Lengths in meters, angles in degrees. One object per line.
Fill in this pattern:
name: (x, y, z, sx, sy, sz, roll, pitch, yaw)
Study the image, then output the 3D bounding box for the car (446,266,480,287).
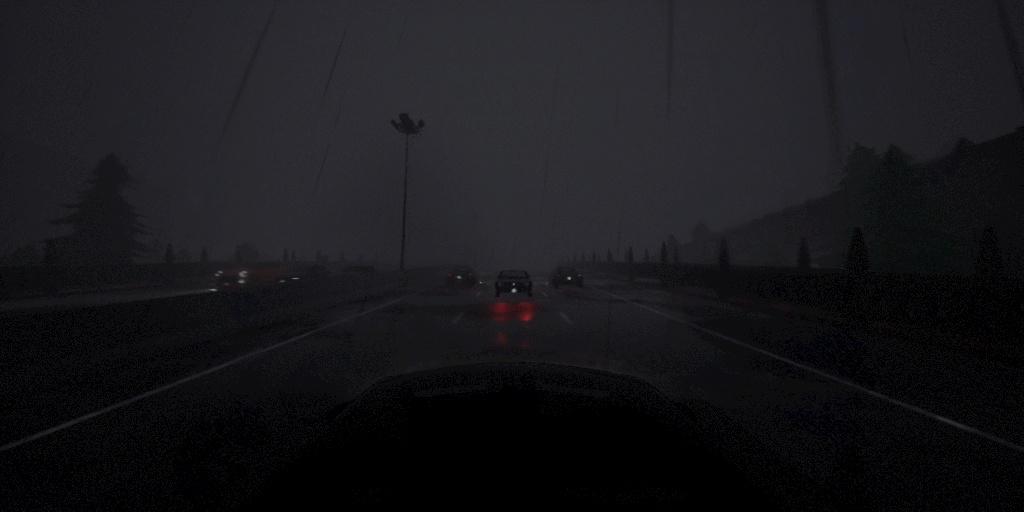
car: (-3.408, 1.380, 25.371, 1.994, 1.385, 4.181, 0, 0, 0)

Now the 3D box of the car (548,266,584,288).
car: (3.591, 1.378, 24.522, 1.994, 1.385, 4.181, 0, 0, 0)

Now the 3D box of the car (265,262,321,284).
car: (-14.098, 1.316, 24.490, 1.837, 1.490, 4.892, 0, 0, 0)

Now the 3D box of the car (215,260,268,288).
car: (-17.596, 1.163, 24.380, 2.097, 1.767, 4.553, 0, 0, 0)

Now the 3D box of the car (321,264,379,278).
car: (-10.598, 1.316, 24.370, 1.837, 1.490, 4.892, 0, 0, 0)

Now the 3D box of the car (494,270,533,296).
car: (0.086, 1.397, 19.480, 1.895, 1.301, 4.718, 0, 0, 0)
